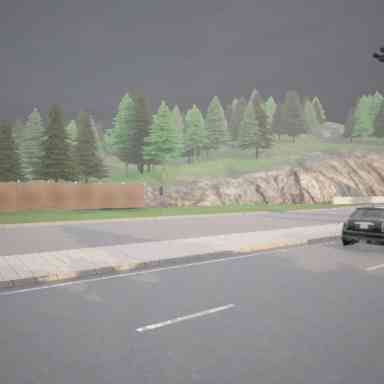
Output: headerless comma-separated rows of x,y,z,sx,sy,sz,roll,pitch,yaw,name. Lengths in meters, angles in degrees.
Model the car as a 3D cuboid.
8.324,1.352,13.982,4.553,1.767,2.097,0,0,-36,car
